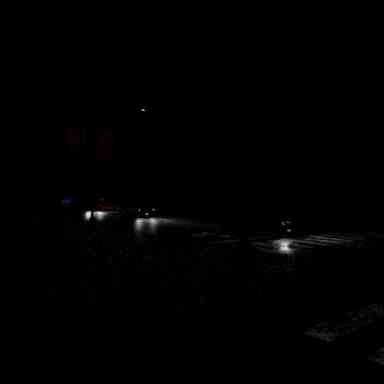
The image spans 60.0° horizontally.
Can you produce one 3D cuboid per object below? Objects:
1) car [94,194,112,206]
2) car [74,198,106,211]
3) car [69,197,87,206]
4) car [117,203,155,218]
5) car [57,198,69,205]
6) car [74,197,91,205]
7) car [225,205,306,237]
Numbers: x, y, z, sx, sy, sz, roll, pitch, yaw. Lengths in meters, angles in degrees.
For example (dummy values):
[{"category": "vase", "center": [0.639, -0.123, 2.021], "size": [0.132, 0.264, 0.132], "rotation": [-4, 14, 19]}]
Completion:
[{"category": "car", "center": [-15.847, 1.439, 57.840], "size": [2.150, 2.045, 5.566], "rotation": [0, 0, -35]}, {"category": "car", "center": [-13.201, 1.755, 42.688], "size": [1.895, 1.301, 4.718], "rotation": [0, 0, -36]}, {"category": "car", "center": [-18.930, 1.815, 56.570], "size": [1.895, 1.301, 4.718], "rotation": [0, 0, -36]}, {"category": "car", "center": [-5.340, 1.705, 31.677], "size": [1.895, 1.301, 4.718], "rotation": [0, 0, -36]}, {"category": "car", "center": [-25.068, 1.815, 65.134], "size": [1.994, 1.385, 4.181], "rotation": [0, 0, -36]}, {"category": "car", "center": [-21.798, 1.756, 66.151], "size": [1.837, 1.490, 4.892], "rotation": [0, 0, -36]}, {"category": "car", "center": [3.973, 1.520, 18.677], "size": [1.882, 1.535, 5.008], "rotation": [0, 0, -36]}]
